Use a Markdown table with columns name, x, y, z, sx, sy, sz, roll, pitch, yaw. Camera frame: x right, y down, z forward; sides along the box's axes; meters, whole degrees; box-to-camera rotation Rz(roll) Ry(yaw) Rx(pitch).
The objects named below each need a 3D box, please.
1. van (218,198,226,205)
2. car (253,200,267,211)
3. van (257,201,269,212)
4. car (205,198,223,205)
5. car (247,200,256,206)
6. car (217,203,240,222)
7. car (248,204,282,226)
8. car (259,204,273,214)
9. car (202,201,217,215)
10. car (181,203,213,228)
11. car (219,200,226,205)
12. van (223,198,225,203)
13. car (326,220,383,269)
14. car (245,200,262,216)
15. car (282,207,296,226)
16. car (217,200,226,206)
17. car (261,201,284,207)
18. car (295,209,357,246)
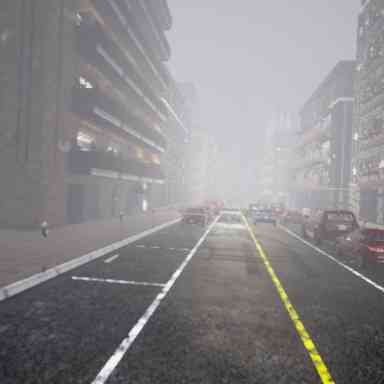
| name | x | y | z | sx | sy | sz | roll | pitch | yaw |
| --- | --- | --- | --- | --- | --- | --- | --- | --- | --- |
| van | 7.802 | 2.505 | 86.486 | 1.690 | 1.788 | 3.998 | 2 | -1 | 7 |
| car | 12.879 | 2.506 | 63.079 | 2.192 | 1.841 | 5.009 | 2 | -1 | 7 |
| van | 12.193 | 2.447 | 57.457 | 1.690 | 1.788 | 3.998 | 2 | -1 | 7 |
| car | 2.332 | 1.805 | 41.613 | 2.192 | 1.841 | 5.009 | 2 | -1 | 7 |
| car | 16.302 | 3.053 | 91.189 | 1.967 | 1.590 | 4.097 | 2 | -1 | 7 |
| car | 3.581 | 2.055 | 31.197 | 1.895 | 1.301 | 4.718 | 3 | -1 | 7 |
| car | 6.195 | 2.105 | 28.790 | 2.033 | 1.411 | 5.357 | 3 | -1 | 8 |
| car | 11.499 | 2.604 | 51.832 | 1.802 | 1.307 | 4.206 | 2 | -1 | 7 |
| car | 0.956 | 1.867 | 30.392 | 1.887 | 1.381 | 4.507 | 2 | -1 | 7 |
| car | 0.272 | 1.783 | 24.783 | 1.887 | 1.381 | 4.507 | 2 | -1 | 7 |
| car | 8.478 | 2.814 | 92.093 | 1.947 | 1.339 | 4.313 | 2 | -1 | 7 |
| van | 4.383 | 2.084 | 58.440 | 1.690 | 1.788 | 3.998 | 2 | -1 | 7 |
| car | 6.700 | 2.014 | 12.478 | 1.802 | 1.307 | 4.206 | 2 | -1 | 7 |
| car | 7.693 | 2.095 | 41.355 | 2.097 | 1.767 | 4.553 | 3 | -1 | 8 |
| car | 8.757 | 2.266 | 29.344 | 1.802 | 1.307 | 4.206 | 2 | -1 | 7 |
| car | 7.111 | 2.630 | 80.875 | 2.008 | 1.369 | 4.403 | 2 | -1 | 7 |
| car | 10.137 | 2.168 | 40.591 | 2.192 | 1.841 | 5.009 | 2 | -1 | 7 |
| car | 7.395 | 1.831 | 18.103 | 2.192 | 1.841 | 5.009 | 2 | -1 | 7 |
